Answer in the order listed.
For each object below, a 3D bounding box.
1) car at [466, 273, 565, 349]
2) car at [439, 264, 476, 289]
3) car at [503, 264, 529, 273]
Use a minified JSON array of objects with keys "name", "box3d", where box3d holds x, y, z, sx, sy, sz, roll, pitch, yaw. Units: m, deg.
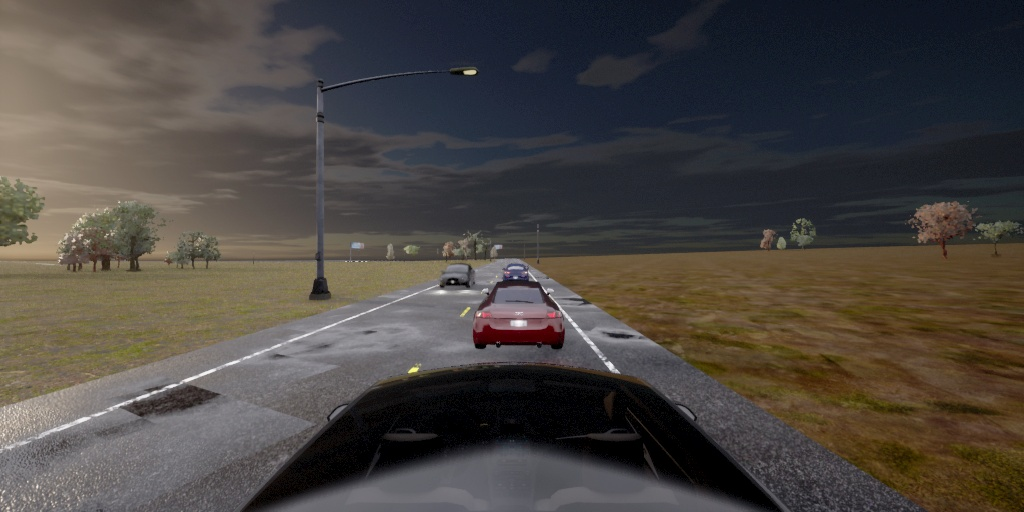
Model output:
[{"name":"car","box3d":[0.155,1.316,9.169,1.994,1.385,4.181,0,0,1]},{"name":"car","box3d":[-3.435,1.260,23.293,1.837,1.490,4.892,0,0,0]},{"name":"car","box3d":[0.292,1.281,26.460,1.812,1.442,4.674,0,0,1]}]
